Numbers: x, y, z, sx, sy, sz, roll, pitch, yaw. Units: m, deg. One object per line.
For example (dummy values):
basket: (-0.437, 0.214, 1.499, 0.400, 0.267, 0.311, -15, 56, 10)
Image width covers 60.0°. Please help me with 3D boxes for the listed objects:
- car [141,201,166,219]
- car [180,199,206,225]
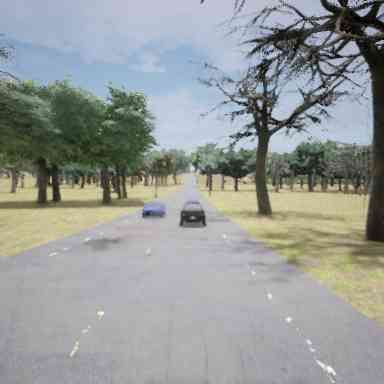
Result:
car: (-3.540, 1.598, 31.382, 1.882, 1.535, 5.008, 0, 0, 1)
car: (0.074, 1.615, 25.464, 1.882, 1.535, 5.008, 0, 0, 0)
